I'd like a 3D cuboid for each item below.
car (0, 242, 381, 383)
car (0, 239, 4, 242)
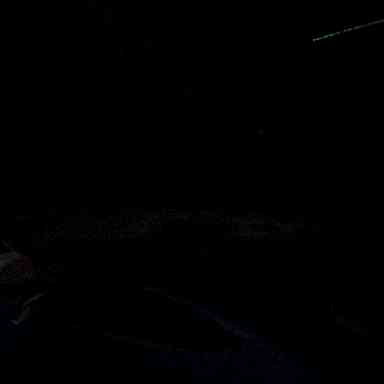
[{"bbox_3d":[-0.603,1.506,3.746,4.792,1.488,2.163,0,0,35],"label":"car"},{"bbox_3d":[-5.093,1.518,6.950,4.674,1.452,2.002,0,0,36],"label":"car"}]
